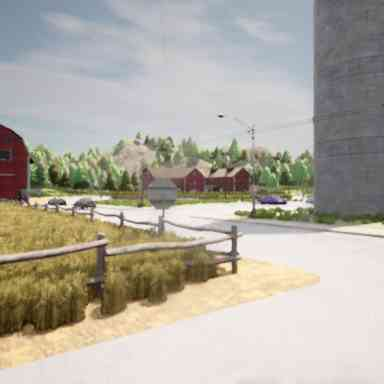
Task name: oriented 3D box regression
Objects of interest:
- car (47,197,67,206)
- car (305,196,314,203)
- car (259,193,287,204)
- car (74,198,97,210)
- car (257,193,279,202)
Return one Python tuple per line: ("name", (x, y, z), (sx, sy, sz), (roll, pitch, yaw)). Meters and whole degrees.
("car", (-21.918, 1.528, 53.857), (1.994, 1.385, 4.181), (0, 0, -40))
("car", (20.623, 1.360, 54.784), (4.902, 1.511, 2.128), (0, 0, -36))
("car", (13.373, 1.364, 54.567), (2.242, 1.667, 4.611), (0, 0, -36))
("car", (-13.836, 1.488, 43.066), (1.812, 1.442, 4.674), (0, 0, -35))
("car", (16.853, 1.156, 73.541), (1.932, 1.855, 4.605), (0, 0, -36))
